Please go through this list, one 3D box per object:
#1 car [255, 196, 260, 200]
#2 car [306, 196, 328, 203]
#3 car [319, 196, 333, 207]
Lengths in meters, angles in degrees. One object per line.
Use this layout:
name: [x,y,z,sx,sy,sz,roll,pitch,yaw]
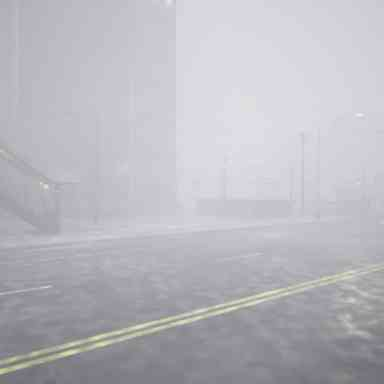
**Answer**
car: [17.412,1.302,78.350,5.566,2.045,2.435,0,0,-36]
car: [25.424,1.493,67.484,4.674,1.452,2.002,0,0,-36]
car: [18.519,1.307,48.422,4.553,1.767,2.185,0,0,-36]
